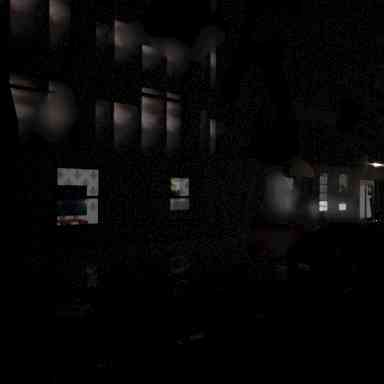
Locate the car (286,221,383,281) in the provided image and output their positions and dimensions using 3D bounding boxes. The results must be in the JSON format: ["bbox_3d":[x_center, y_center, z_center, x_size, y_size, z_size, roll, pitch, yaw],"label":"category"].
[{"bbox_3d":[4.689,1.567,9.896,4.313,1.339,1.947,0,0,-35],"label":"car"}]
